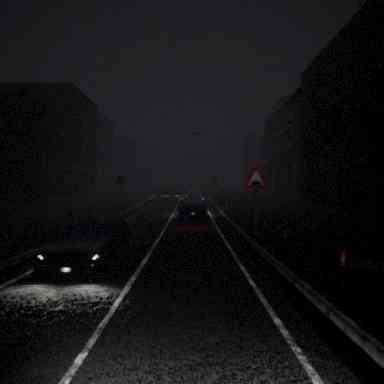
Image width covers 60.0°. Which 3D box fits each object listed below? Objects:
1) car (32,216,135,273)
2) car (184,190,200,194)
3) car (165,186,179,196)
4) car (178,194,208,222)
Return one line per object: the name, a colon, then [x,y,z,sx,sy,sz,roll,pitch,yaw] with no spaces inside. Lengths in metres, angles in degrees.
car: [-3.118,1.515,10.890,2.033,1.411,5.357,0,1,0]
car: [0.013,0.414,41.095,1.812,1.442,4.674,0,4,0]
car: [-3.130,-0.256,52.403,1.812,1.442,4.674,0,3,1]
car: [0.033,1.153,22.885,1.882,1.535,5.008,0,0,-1]
